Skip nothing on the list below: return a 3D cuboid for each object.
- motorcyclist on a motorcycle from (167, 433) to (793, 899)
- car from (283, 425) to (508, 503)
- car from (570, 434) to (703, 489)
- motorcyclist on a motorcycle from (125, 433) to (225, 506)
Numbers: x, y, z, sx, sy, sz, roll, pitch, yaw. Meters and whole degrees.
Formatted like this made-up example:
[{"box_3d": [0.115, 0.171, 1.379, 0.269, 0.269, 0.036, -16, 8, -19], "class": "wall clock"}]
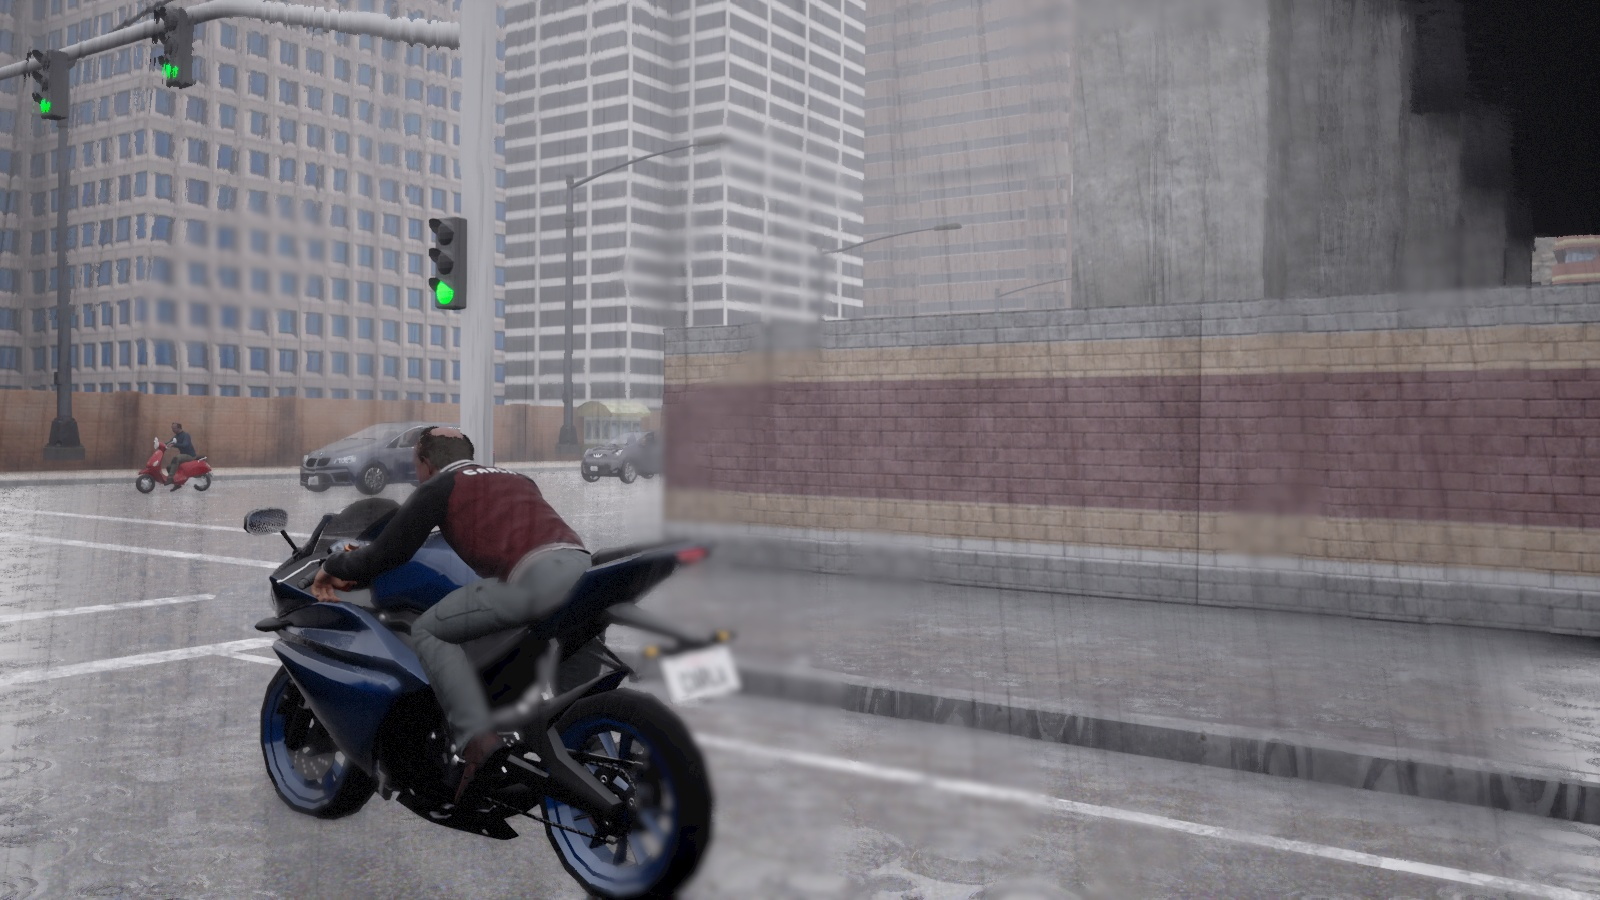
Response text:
[{"box_3d": [-1.183, 0.717, 4.409, 2.191, 1.530, 0.866, 0, 1, 34], "class": "motorcyclist on a motorcycle"}, {"box_3d": [-9.350, 0.259, 29.396, 2.242, 1.667, 4.611, 0, 1, 34], "class": "car"}, {"box_3d": [-4.681, 0.292, 36.289, 1.845, 1.501, 3.633, 0, 1, 34], "class": "car"}, {"box_3d": [-14.162, 0.424, 28.516, 0.866, 1.590, 1.817, 0, 1, 34], "class": "motorcyclist on a motorcycle"}]
